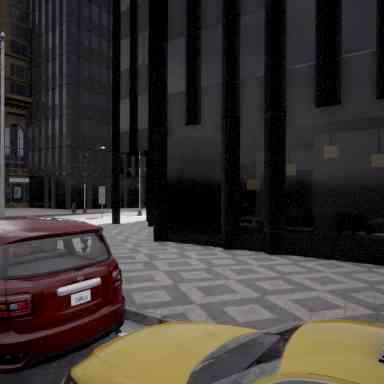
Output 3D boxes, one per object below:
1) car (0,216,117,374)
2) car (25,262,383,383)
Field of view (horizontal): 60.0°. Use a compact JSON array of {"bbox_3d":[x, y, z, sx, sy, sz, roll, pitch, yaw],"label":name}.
[{"bbox_3d":[-3.239,1.316,5.269,5.009,1.841,2.192,0,0,36],"label":"car"},{"bbox_3d":[1.040,1.525,2.217,4.829,1.417,1.752,0,0,36],"label":"car"}]
